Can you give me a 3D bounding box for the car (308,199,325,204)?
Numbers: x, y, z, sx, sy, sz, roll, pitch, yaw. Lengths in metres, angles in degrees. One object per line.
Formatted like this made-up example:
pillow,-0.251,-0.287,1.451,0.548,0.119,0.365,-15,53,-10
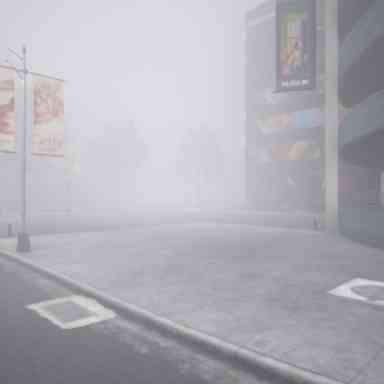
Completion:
car,15.006,1.559,39.573,4.674,1.452,2.002,0,0,-44
